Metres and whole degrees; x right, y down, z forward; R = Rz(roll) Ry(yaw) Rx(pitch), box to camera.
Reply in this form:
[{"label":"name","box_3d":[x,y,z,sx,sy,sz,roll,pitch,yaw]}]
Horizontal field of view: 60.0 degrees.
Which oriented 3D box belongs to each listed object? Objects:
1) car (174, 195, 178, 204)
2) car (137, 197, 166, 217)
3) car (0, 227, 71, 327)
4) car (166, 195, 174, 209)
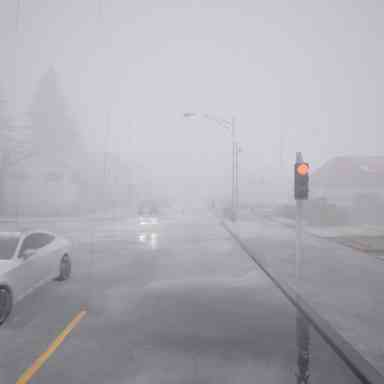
[{"label":"car","box_3d":[-3.862,1.351,63.585,2.097,1.767,4.553,0,0,1]},{"label":"car","box_3d":[-4.008,1.491,31.811,2.128,1.511,4.902,0,0,0]},{"label":"car","box_3d":[-4.067,1.526,7.065,1.812,1.442,4.674,0,0,0]},{"label":"car","box_3d":[-3.961,1.504,46.074,1.837,1.490,4.892,0,0,0]}]
